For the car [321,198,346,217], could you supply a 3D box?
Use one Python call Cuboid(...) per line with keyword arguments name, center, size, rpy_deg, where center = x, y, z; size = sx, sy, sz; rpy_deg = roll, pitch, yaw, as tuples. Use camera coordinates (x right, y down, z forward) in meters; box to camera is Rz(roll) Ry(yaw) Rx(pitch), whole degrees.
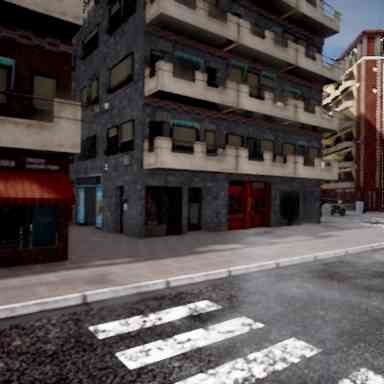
Cuboid(name="car", center=(16.231, 1.784, 39.424), size=(2.150, 2.045, 5.566), rpy_deg=(1, -1, 4))
